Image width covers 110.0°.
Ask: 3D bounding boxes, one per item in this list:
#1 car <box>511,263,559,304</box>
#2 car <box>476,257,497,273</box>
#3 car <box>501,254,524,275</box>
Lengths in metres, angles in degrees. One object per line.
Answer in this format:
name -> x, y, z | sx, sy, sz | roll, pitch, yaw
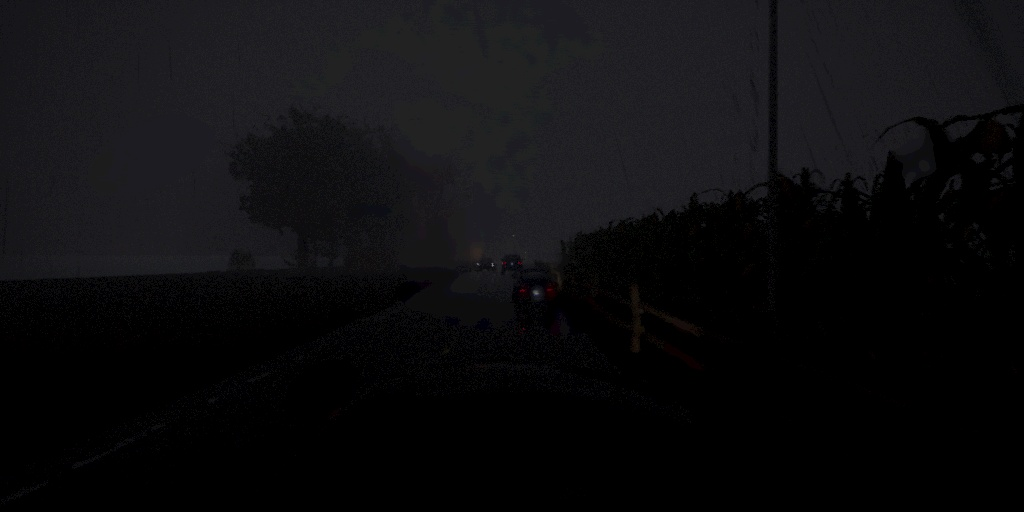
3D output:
car -> 0.959, 1.221, 15.846 | 1.812, 1.442, 4.674 | 0, 0, 0
car -> -2.843, 0.953, 40.778 | 2.097, 1.767, 4.553 | 0, 0, 0
car -> 0.017, 0.837, 36.828 | 2.150, 2.045, 5.566 | 0, 0, 0
